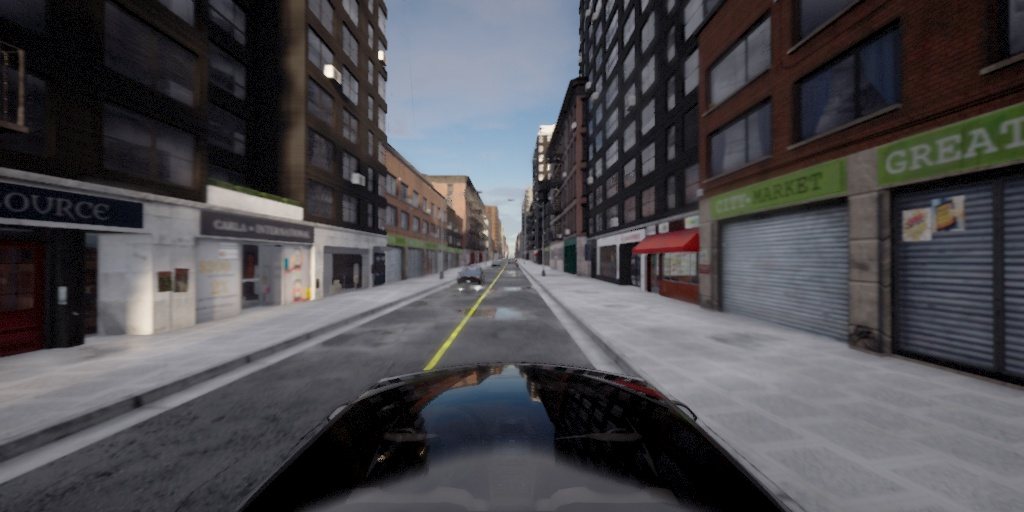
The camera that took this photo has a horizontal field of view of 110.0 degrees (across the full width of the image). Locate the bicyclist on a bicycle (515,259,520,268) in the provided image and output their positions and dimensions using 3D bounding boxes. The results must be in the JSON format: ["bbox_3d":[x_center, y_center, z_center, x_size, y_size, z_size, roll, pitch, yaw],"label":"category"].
[{"bbox_3d":[0.850,1.428,58.008,0.866,1.612,1.509,0,0,0],"label":"bicyclist on a bicycle"}]

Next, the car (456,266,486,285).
[{"bbox_3d":[-3.085,1.453,28.099,2.033,1.411,5.357,0,0,0],"label":"car"}]
